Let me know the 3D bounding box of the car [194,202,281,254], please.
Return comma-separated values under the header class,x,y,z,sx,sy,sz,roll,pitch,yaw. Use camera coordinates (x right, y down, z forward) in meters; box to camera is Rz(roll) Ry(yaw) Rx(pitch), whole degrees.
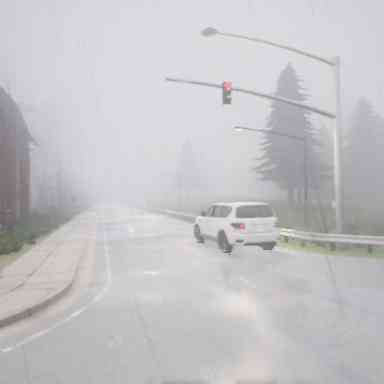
class,x,y,z,sx,sy,sz,roll,pitch,yaw
car,1.789,1.461,14.975,2.150,2.045,5.566,-1,-1,-17
